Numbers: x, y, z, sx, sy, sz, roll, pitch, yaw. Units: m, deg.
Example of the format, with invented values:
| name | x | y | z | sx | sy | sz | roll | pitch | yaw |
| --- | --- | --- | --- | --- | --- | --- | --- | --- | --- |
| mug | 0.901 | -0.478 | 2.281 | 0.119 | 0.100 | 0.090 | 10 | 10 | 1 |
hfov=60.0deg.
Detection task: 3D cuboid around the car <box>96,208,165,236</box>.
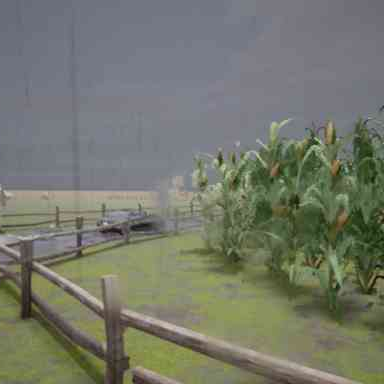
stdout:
| name | x | y | z | sx | sy | sz | roll | pitch | yaw |
| --- | --- | --- | --- | --- | --- | --- | --- | --- | --- |
| car | -3.400 | 1.641 | 19.125 | 1.994 | 1.385 | 4.181 | 1 | 0 | 35 |
